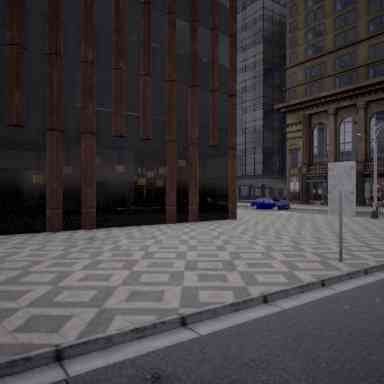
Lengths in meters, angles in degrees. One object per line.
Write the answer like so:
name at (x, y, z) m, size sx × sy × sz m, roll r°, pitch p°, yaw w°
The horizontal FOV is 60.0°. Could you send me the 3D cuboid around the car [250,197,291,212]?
car at (8.864, 1.396, 37.785) m, size 1.882 × 1.535 × 5.008 m, roll 0°, pitch 0°, yaw -35°
